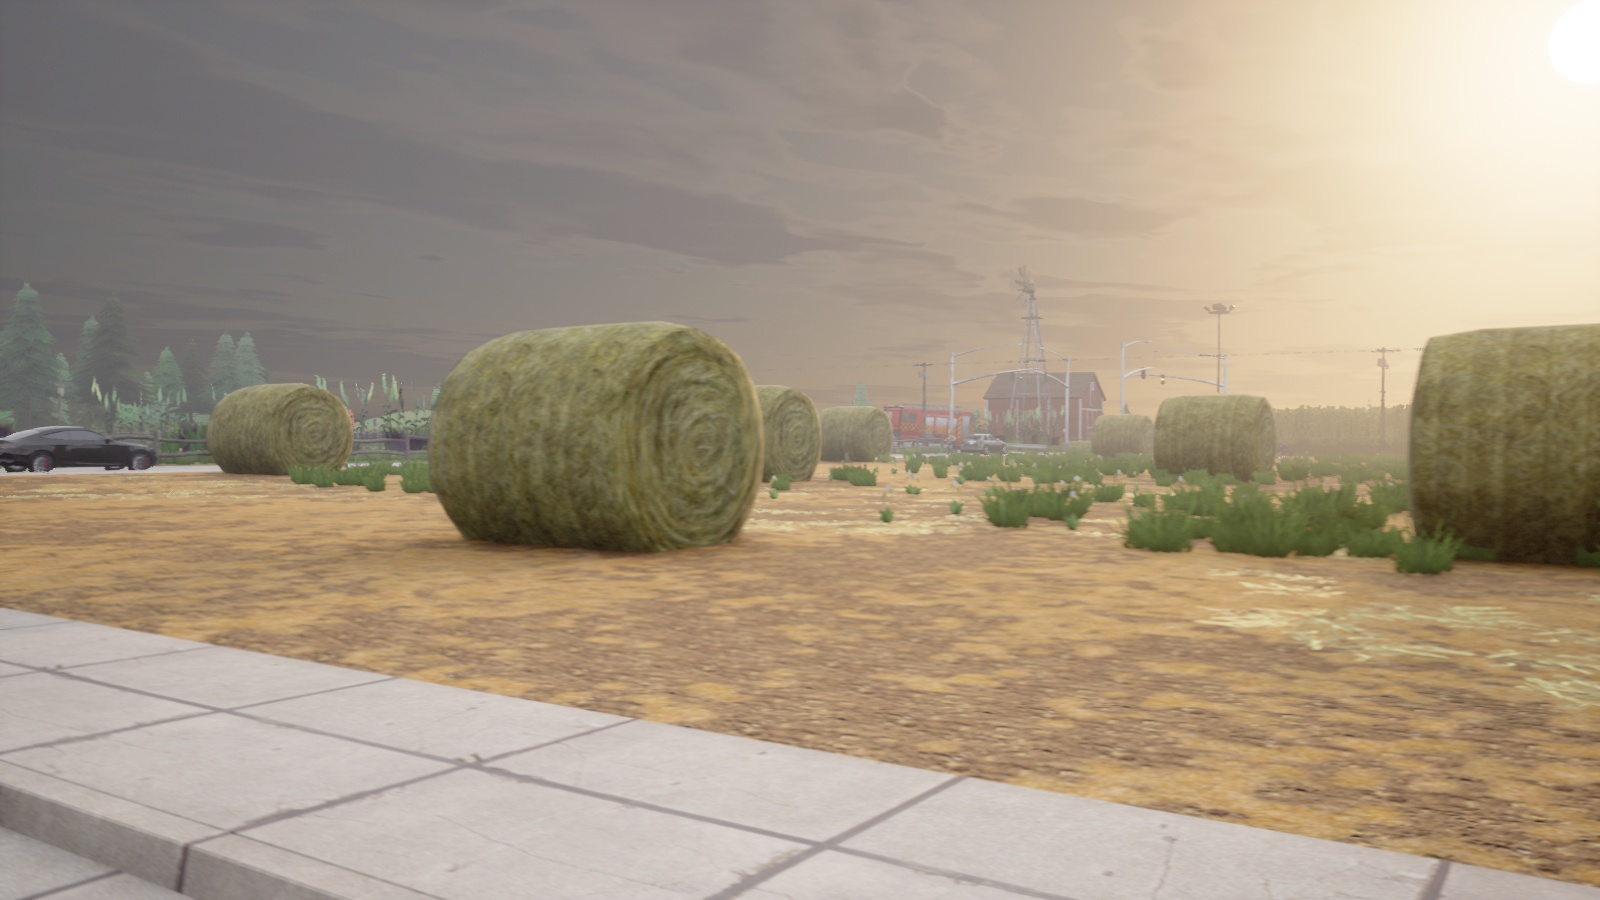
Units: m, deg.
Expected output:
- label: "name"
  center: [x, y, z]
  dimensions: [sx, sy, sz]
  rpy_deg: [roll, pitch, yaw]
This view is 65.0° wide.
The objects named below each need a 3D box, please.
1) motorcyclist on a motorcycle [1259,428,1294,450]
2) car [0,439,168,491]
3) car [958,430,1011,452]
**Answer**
- label: "motorcyclist on a motorcycle"
  center: [33.911, -0.759, 89.362]
  dimensions: [2.191, 1.530, 0.866]
  rpy_deg: [0, 1, 34]
- label: "car"
  center: [-22.072, 0.403, 38.316]
  dimensions: [1.812, 1.442, 4.674]
  rpy_deg: [0, 1, 36]
- label: "car"
  center: [12.540, -0.612, 85.289]
  dimensions: [1.970, 1.475, 3.806]
  rpy_deg: [0, 1, 36]
